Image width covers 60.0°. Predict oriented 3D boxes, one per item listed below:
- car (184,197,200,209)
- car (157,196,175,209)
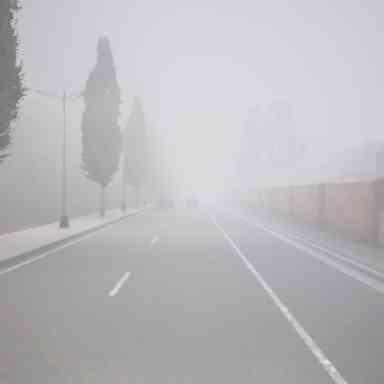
[{"bbox_3d":[0.048,1.494,45.566,1.837,1.490,4.892,0,0,0],"label":"car"},{"bbox_3d":[-3.454,1.340,45.029,2.097,1.767,4.553,0,0,1],"label":"car"}]
